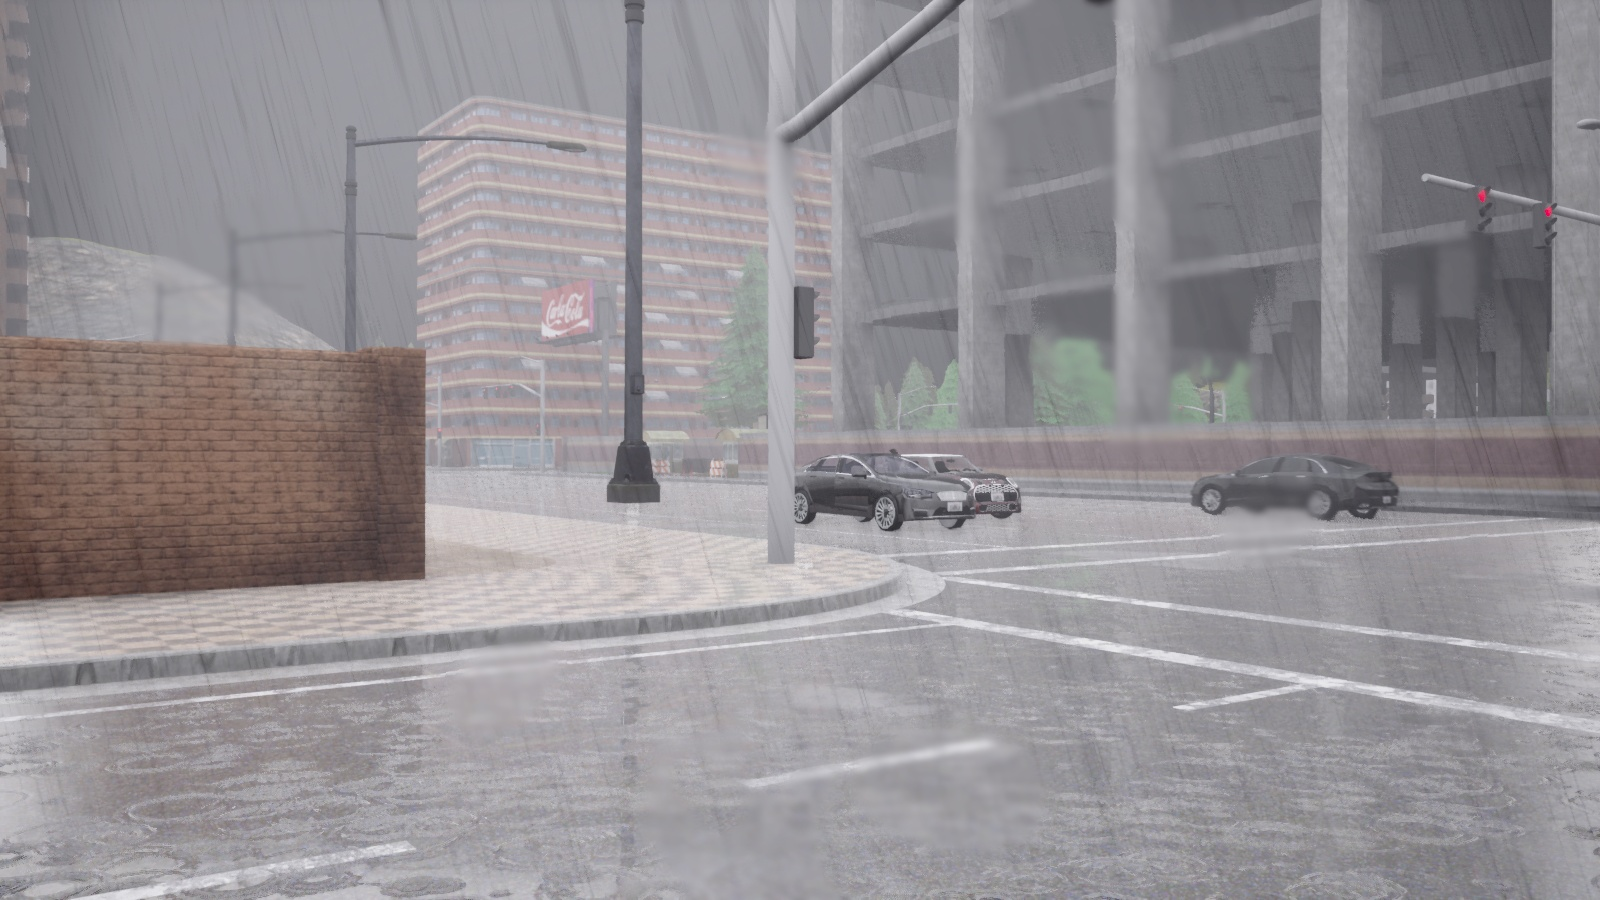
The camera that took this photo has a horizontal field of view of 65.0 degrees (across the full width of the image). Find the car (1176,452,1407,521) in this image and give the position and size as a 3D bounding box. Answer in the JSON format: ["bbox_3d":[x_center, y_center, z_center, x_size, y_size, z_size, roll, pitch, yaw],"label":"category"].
[{"bbox_3d":[11.473,0.798,29.657,1.837,1.490,4.892,0,0,-35],"label":"car"}]

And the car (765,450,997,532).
[{"bbox_3d":[1.523,0.760,25.587,2.128,1.511,4.902,0,0,-34],"label":"car"}]

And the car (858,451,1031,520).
[{"bbox_3d":[3.293,0.775,29.197,1.970,1.475,3.806,0,0,-34],"label":"car"}]
